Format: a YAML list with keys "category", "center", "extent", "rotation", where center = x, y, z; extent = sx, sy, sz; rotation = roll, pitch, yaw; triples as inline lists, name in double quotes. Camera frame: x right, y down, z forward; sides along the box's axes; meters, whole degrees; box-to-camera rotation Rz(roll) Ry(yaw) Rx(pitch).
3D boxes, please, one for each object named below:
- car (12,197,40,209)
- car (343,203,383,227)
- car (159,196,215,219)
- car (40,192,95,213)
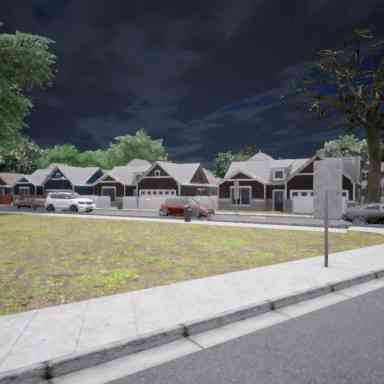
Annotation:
- category: "car"
  center: [-19.555, 1.367, 40.744]
  extent: [5.357, 1.411, 2.033]
  rotation: [0, 0, 28]
- category: "car"
  center: [11.847, 1.451, 20.182]
  extent: [4.902, 1.511, 2.128]
  rotation: [0, 0, 32]
- category: "car"
  center: [-0.400, 1.252, 27.345]
  extent: [4.553, 1.767, 2.097]
  rotation: [0, 0, 29]
- category: "car"
  center: [-12.425, 1.069, 33.797]
  extent: [5.566, 2.045, 2.150]
  rotation: [0, 0, 28]
